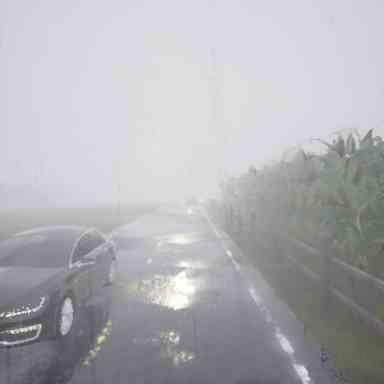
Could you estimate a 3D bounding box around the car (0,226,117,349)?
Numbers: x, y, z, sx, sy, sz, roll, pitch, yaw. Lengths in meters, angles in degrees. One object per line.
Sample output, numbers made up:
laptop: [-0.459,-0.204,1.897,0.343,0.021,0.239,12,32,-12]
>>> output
car: [-2.807,1.501,6.577,1.837,1.490,4.892,0,-1,0]

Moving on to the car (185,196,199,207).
car: [0.006,1.486,52.320,1.837,1.490,4.892,0,0,1]

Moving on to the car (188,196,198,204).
car: [0.180,1.474,62.715,1.837,1.490,4.892,0,0,1]
